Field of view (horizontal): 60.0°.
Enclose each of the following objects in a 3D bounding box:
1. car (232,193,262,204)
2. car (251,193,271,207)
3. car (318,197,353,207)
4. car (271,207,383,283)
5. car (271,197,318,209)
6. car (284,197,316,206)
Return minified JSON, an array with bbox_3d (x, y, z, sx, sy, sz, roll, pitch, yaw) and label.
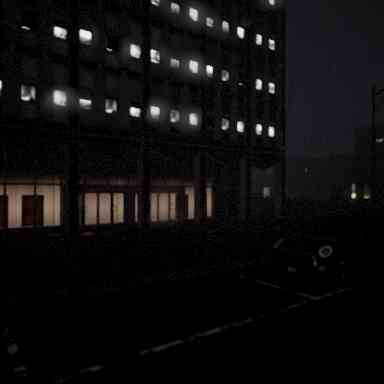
[{"bbox_3d":[9.485,1.055,57.799,2.192,1.841,5.009,0,0,-35],"label":"car"},{"bbox_3d":[8.882,1.078,43.926,2.192,1.841,5.009,0,0,-35],"label":"car"},{"bbox_3d":[18.827,1.335,44.271,1.752,1.417,4.829,0,0,-35],"label":"car"},{"bbox_3d":[4.131,1.417,9.501,4.097,1.590,1.967,0,0,-36],"label":"car"},{"bbox_3d":[12.026,1.338,39.370,2.008,1.369,4.403,1,0,-35],"label":"car"},{"bbox_3d":[15.777,1.368,48.687,1.802,1.307,4.206,0,0,-35],"label":"car"}]
